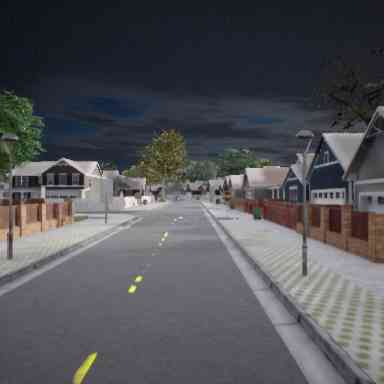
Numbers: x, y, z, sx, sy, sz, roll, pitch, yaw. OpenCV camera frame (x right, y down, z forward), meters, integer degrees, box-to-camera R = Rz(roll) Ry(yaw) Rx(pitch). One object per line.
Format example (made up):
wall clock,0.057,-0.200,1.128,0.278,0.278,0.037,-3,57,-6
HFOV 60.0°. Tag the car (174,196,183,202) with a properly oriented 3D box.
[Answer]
car,-3.269,1.621,79.704,2.128,1.511,4.902,0,0,-4
